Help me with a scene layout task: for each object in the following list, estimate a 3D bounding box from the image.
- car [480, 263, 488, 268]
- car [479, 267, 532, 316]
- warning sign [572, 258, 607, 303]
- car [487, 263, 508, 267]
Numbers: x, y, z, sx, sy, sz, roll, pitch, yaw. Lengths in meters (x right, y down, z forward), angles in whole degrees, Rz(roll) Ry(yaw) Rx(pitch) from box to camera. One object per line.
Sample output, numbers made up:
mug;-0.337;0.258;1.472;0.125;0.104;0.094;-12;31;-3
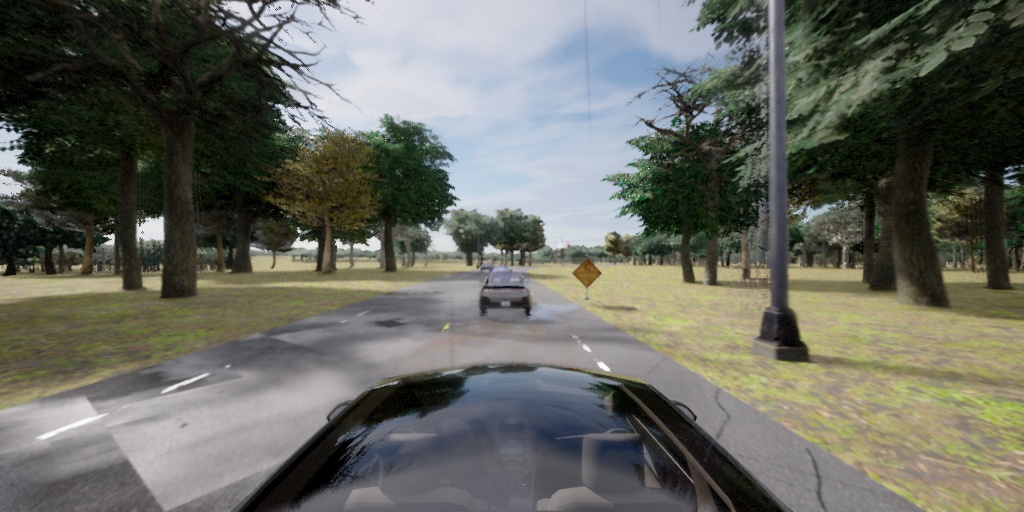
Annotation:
car;-4.184;1.836;60.706;1.994;1.385;4.181;0;-1;4
car;-0.276;1.377;14.155;2.128;1.511;4.902;0;0;-2
warning sign;3.192;1.007;15.300;1.300;1.860;1.060;0;0;-2
car;-0.912;1.534;29.826;1.812;1.442;4.674;0;0;-2
